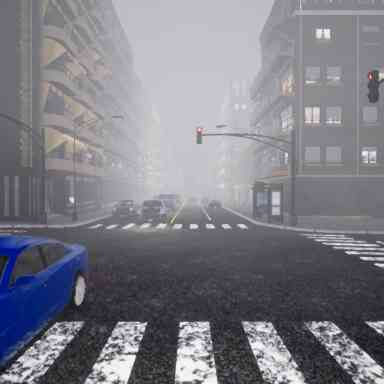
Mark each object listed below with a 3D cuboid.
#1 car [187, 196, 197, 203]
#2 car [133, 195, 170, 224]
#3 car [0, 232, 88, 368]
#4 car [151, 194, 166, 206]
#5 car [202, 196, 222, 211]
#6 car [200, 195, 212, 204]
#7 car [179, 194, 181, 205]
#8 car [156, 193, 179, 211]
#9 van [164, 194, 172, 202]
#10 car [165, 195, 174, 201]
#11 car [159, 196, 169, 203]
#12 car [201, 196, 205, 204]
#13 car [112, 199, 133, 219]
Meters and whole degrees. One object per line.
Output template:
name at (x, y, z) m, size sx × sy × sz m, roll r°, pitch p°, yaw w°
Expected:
car at (0.043, 1.561, 69.663) m, size 1.994 × 1.385 × 4.181 m, roll 0°, pitch 0°, yaw 0°
car at (-2.943, 1.350, 24.893) m, size 2.097 × 1.767 × 4.553 m, roll 0°, pitch 0°, yaw -3°
car at (-3.103, 1.477, 4.987) m, size 1.882 × 1.535 × 5.008 m, roll 0°, pitch 0°, yaw 0°
car at (-5.740, 1.312, 57.354) m, size 2.192 × 1.841 × 5.009 m, roll 0°, pitch 0°, yaw 0°
car at (2.655, 1.548, 40.440) m, size 2.008 × 1.369 × 4.403 m, roll 0°, pitch 0°, yaw 0°
car at (2.637, 1.437, 62.995) m, size 1.967 × 1.590 × 4.097 m, roll 0°, pitch 0°, yaw 0°
car at (-3.088, 1.220, 59.694) m, size 2.150 × 2.045 × 5.566 m, roll 0°, pitch 0°, yaw 0°
car at (-3.133, 1.218, 40.226) m, size 2.150 × 2.045 × 5.566 m, roll 0°, pitch 0°, yaw 0°
van at (-5.757, 1.337, 79.910) m, size 1.690 × 1.788 × 3.998 m, roll 0°, pitch 0°, yaw 0°
car at (-5.761, 1.546, 85.548) m, size 2.008 × 1.369 × 4.403 m, roll 0°, pitch 0°, yaw 0°
car at (-5.748, 1.522, 68.462) m, size 1.752 × 1.417 × 4.829 m, roll 0°, pitch 0°, yaw 0°
car at (2.651, 1.542, 46.078) m, size 1.887 × 1.381 × 4.507 m, roll 0°, pitch 0°, yaw 0°
car at (-5.717, 1.438, 29.161) m, size 1.967 × 1.590 × 4.097 m, roll 0°, pitch 0°, yaw 0°
